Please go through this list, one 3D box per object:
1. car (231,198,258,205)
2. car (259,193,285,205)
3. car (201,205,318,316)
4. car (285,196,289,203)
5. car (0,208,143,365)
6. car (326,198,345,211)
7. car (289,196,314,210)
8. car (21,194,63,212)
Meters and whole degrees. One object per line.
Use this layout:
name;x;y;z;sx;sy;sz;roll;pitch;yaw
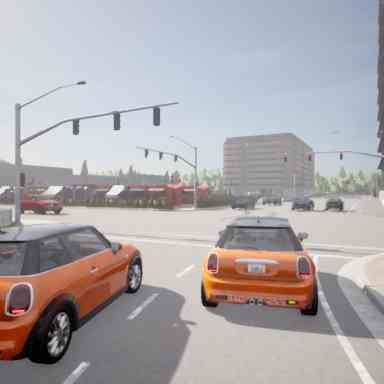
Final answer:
car;6.648;1.598;42.977;1.895;1.301;4.718;0;0;28
car;13.566;1.216;56.186;2.150;2.045;5.566;0;0;27
car;1.631;1.351;7.851;2.097;1.767;4.553;0;0;14
car;20.025;1.520;68.405;2.128;1.511;4.902;0;0;28
car;-2.486;1.352;6.145;2.097;1.767;4.553;0;0;10
car;17.475;1.501;40.590;1.837;1.490;4.892;0;0;28
car;13.769;1.348;41.052;2.097;1.767;4.553;0;0;28
car;-16.095;1.275;34.834;5.566;2.045;2.150;0;0;28
